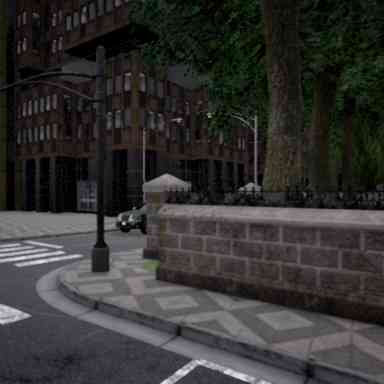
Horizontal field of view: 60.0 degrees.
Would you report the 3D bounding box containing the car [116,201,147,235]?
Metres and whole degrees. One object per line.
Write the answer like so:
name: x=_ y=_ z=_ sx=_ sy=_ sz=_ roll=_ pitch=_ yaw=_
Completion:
car: x=-2.441 y=1.584 z=22.039 sx=2.150 sy=2.045 sz=5.566 roll=0 pitch=-1 yaw=35
